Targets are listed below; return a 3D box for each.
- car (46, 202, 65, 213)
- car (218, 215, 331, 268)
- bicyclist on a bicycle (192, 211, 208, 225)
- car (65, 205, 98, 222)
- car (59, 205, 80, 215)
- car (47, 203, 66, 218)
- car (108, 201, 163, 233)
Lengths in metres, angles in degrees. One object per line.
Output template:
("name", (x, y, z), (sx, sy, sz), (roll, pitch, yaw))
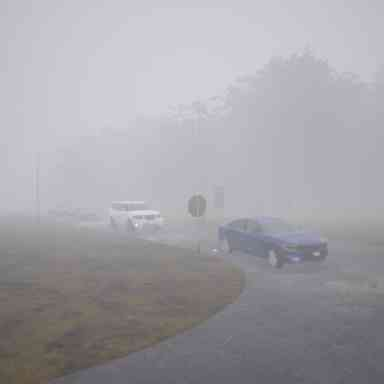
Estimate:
("car", (-24.259, 2.782, 59.026), (2.097, 1.767, 4.553), (-1, -1, -35))
("car", (2.751, 1.639, 12.248), (1.882, 1.535, 5.008), (-1, -1, -23))
("bicyclist on a bicycle", (0.653, 1.849, 27.206), (1.656, 1.620, 0.582), (0, -1, -34))
("car", (-11.224, 2.264, 34.240), (1.837, 1.490, 4.892), (-1, -1, -34))
("car", (-18.709, 2.729, 50.715), (1.994, 1.385, 4.181), (-1, -1, -33))
("car", (-17.387, 2.511, 43.551), (1.882, 1.535, 5.008), (-1, -1, -34))
("car", (-4.175, 1.672, 23.669), (2.150, 2.045, 5.566), (-1, -1, -34))
